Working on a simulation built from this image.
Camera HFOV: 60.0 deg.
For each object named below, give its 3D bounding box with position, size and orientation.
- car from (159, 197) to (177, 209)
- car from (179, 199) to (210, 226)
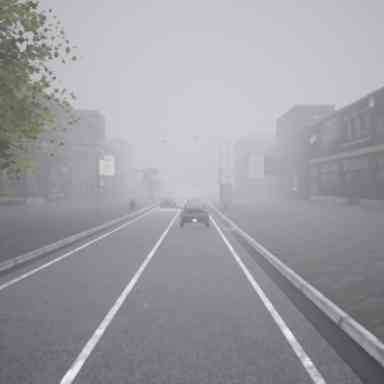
[{"bbox_3d":[-2.938,1.339,41.827,1.994,1.385,4.181,0,1,0],"label":"car"},{"bbox_3d":[0.178,1.450,22.661,1.837,1.490,4.892,0,0,0],"label":"car"}]
